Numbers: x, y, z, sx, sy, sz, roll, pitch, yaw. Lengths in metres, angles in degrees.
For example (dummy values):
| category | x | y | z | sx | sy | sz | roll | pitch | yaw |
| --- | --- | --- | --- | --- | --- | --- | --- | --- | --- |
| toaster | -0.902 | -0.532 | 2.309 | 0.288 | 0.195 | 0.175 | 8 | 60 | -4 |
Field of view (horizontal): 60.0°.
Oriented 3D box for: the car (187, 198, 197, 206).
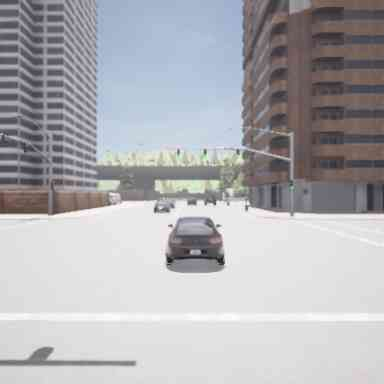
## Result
| category | x | y | z | sx | sy | sz | roll | pitch | yaw |
| --- | --- | --- | --- | --- | --- | --- | --- | --- | --- |
| car | -0.014 | 1.838 | 62.978 | 1.837 | 1.490 | 4.892 | 0 | 0 | 0 |

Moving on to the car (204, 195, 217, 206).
| category | x | y | z | sx | sy | sz | roll | pitch | yaw |
| --- | --- | --- | --- | --- | --- | --- | --- | --- | --- |
| car | 3.486 | 1.559 | 63.691 | 2.150 | 2.045 | 5.566 | 0 | 0 | 0 |

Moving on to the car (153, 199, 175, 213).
| category | x | y | z | sx | sy | sz | roll | pitch | yaw |
| --- | --- | --- | --- | --- | --- | --- | --- | --- | --- |
| car | -3.609 | 1.706 | 40.503 | 2.128 | 1.511 | 4.902 | 0 | 0 | -1 |

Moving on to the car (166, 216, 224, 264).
| category | x | y | z | sx | sy | sz | roll | pitch | yaw |
| --- | --- | --- | --- | --- | --- | --- | --- | --- | --- |
| car | 0.094 | 1.589 | 11.917 | 1.812 | 1.442 | 4.674 | 0 | 0 | 0 |
